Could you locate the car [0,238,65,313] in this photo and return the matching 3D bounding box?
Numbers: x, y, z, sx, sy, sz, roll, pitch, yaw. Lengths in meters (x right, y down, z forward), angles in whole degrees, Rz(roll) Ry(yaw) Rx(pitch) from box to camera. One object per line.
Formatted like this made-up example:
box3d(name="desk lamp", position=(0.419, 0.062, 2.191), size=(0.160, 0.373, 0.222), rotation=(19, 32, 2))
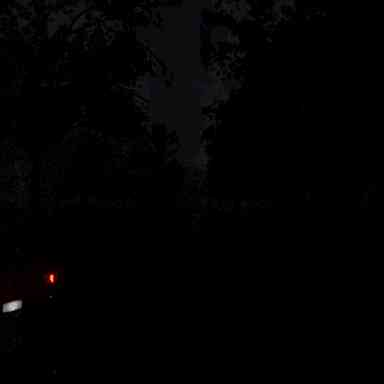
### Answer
box3d(name="car", position=(-4.765, 1.601, 6.805), size=(4.718, 1.301, 1.895), rotation=(0, 0, 36))
